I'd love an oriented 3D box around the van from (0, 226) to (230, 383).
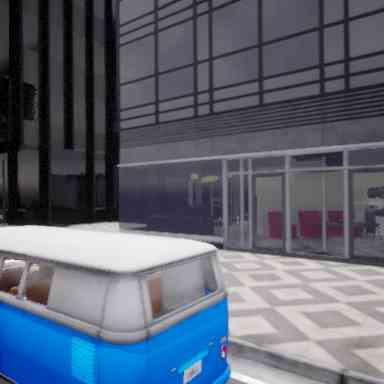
[{"bbox_3d":[-1.505,1.375,4.034,3.998,1.788,1.690,-1,0,35],"label":"van"}]
